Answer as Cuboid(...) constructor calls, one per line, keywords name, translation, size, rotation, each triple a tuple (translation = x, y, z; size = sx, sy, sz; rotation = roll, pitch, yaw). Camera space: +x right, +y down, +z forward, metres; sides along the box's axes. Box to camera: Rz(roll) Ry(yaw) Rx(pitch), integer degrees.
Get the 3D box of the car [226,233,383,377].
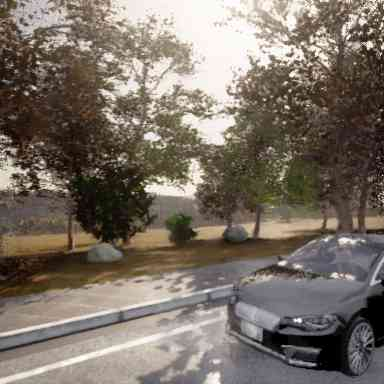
Cuboid(name="car", translation=(2.754, 1.512, 5.650), size=(4.902, 1.511, 2.128), rotation=(0, 0, -36))
